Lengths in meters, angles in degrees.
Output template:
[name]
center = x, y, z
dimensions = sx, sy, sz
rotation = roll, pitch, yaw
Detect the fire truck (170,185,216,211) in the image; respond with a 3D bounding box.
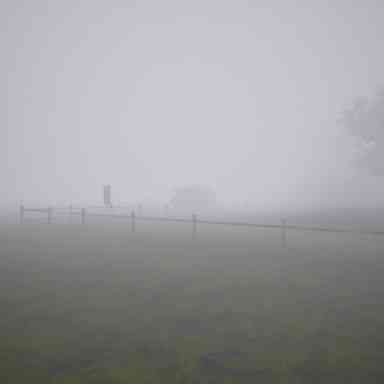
[fire truck]
center = 0.307, 0.960, 51.403
dimensions = 2.891, 3.827, 8.468
rotation = -1, -2, 36
